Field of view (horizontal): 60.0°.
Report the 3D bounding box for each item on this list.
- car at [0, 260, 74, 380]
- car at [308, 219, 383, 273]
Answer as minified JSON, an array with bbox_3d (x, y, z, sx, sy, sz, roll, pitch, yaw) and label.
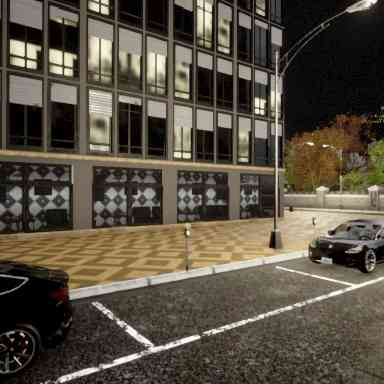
[{"bbox_3d":[-3.661,1.566,3.947,4.313,1.339,1.947,0,0,-36],"label":"car"},{"bbox_3d":[5.569,1.562,10.632,4.313,1.339,1.947,0,0,-36],"label":"car"}]
